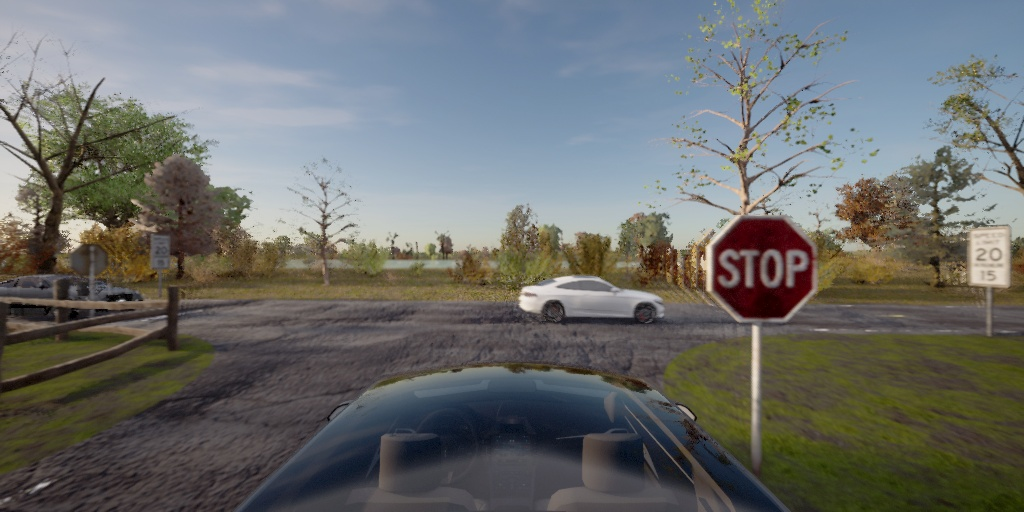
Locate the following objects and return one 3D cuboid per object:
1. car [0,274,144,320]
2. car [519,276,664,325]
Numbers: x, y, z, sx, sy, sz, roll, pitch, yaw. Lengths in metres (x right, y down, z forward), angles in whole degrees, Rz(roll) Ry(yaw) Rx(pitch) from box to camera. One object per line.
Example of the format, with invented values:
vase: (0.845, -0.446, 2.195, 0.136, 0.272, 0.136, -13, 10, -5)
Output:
car: (-15.032, 1.310, 11.957, 4.181, 1.385, 1.994, 1, 0, 0)
car: (2.578, 1.393, 11.930, 4.674, 1.442, 1.812, 1, 0, 0)
